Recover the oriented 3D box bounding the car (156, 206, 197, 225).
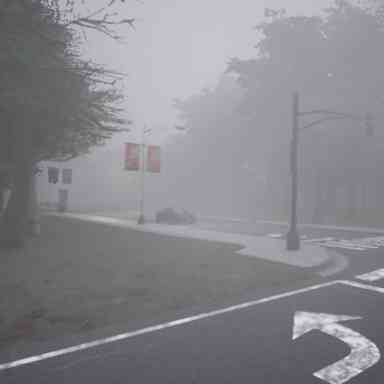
[{"bbox_3d":[-1.486,1.995,28.860,1.812,1.442,4.674,2,-2,-35],"label":"car"}]
